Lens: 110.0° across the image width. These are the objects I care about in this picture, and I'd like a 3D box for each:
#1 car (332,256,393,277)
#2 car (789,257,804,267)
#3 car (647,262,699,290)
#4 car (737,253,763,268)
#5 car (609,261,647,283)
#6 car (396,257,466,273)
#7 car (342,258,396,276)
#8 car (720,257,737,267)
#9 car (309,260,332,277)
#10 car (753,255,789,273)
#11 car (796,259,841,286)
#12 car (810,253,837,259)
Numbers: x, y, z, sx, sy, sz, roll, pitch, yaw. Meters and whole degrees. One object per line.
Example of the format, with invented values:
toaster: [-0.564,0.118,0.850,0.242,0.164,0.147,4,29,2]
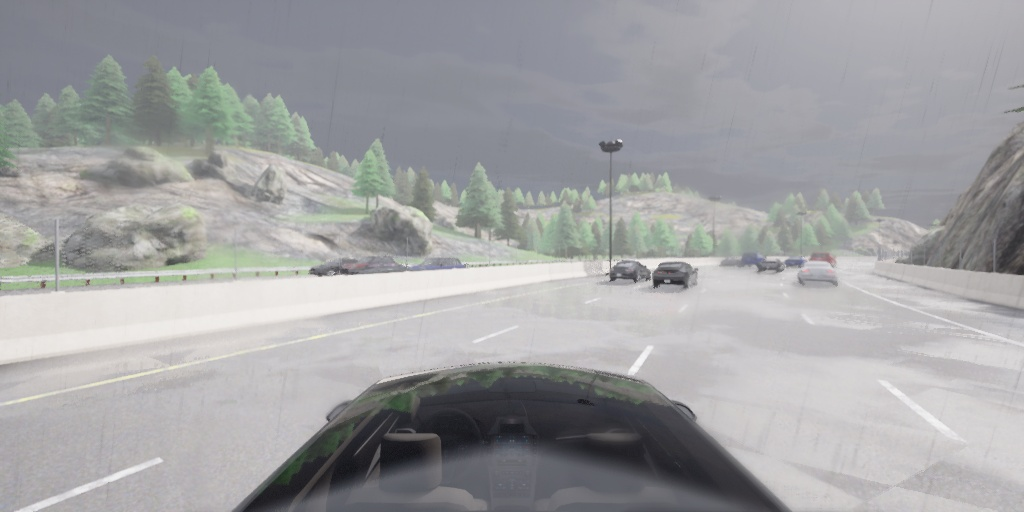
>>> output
car: [-11.119,0.821,28.134,2.097,1.767,4.553,1,1,33]
car: [40.447,0.858,50.929,5.008,1.535,1.882,0,0,-42]
car: [9.683,1.092,21.115,1.837,1.490,4.892,0,0,35]
car: [33.185,0.598,49.071,5.566,2.045,2.150,0,0,-43]
car: [8.344,1.071,25.310,1.812,1.442,4.674,0,0,36]
car: [-5.185,0.871,24.423,2.097,1.767,4.553,1,1,33]
car: [-9.094,1.070,24.833,1.994,1.385,4.181,0,1,33]
car: [32.388,0.904,52.957,4.181,1.385,1.994,0,1,-43]
car: [-14.183,0.950,29.856,1.837,1.490,4.892,0,1,33]
car: [27.506,0.962,37.976,2.128,1.511,4.902,1,1,43]
car: [20.161,1.116,23.701,1.812,1.442,4.674,0,0,38]
car: [39.297,0.650,45.239,5.566,2.045,2.150,0,0,-42]
